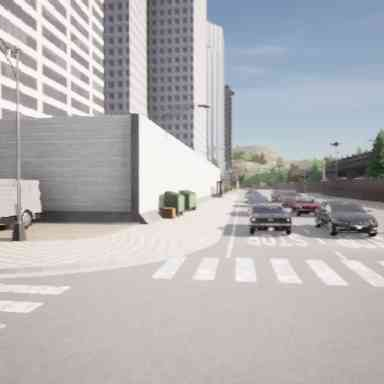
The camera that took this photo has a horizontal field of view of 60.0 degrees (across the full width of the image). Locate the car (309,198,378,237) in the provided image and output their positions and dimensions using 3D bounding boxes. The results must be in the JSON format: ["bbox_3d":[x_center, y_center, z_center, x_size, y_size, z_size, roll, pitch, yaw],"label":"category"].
[{"bbox_3d":[7.175,1.155,15.922,1.837,1.490,4.892,0,1,9],"label":"car"}]

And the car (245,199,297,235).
[{"bbox_3d":[3.714,1.247,16.441,1.895,1.301,4.718,0,1,9],"label":"car"}]

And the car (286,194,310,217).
[{"bbox_3d":[8.566,1.083,25.079,1.895,1.301,4.718,0,1,9],"label":"car"}]

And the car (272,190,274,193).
[{"bbox_3d":[11.469,0.487,43.924,2.097,1.767,4.553,0,1,9],"label":"car"}]

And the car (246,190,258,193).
[{"bbox_3d":[6.681,0.837,35.812,2.033,1.411,5.357,0,1,9],"label":"car"}]

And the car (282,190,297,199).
[{"bbox_3d":[17.437,0.347,59.538,1.837,1.490,4.892,0,1,9],"label":"car"}]

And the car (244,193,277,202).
[{"bbox_3d":[5.147,1.020,25.872,2.033,1.411,5.357,0,1,9],"label":"car"}]

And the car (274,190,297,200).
[{"bbox_3d":[9.928,0.671,33.944,2.097,1.767,4.553,0,1,9],"label":"car"}]
